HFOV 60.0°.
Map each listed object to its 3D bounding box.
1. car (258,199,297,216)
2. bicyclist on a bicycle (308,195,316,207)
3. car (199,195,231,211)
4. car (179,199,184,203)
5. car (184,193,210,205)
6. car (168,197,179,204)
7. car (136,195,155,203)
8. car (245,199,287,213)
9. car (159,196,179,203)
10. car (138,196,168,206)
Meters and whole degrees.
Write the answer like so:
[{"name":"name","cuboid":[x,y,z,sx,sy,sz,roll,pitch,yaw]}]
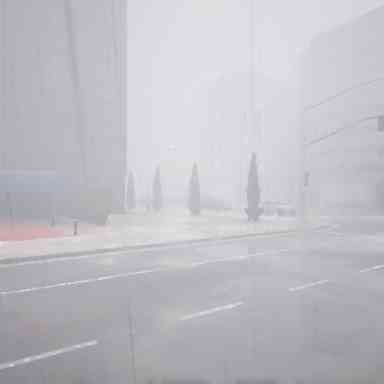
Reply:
[{"name":"car","cuboid":[7.971,1.526,32.309,1.812,1.442,4.674,0,0,-35]},{"name":"bicyclist on a bicycle","cuboid":[16.836,1.301,46.676,1.656,1.620,0.582,0,0,-35]},{"name":"car","cuboid":[2.685,1.491,39.906,2.128,1.511,4.902,0,0,-35]},{"name":"car","cuboid":[0.246,1.352,62.141,2.097,1.767,4.553,0,0,-35]},{"name":"car","cuboid":[1.629,1.222,47.568,2.150,2.045,5.566,0,0,-34]},{"name":"car","cuboid":[-4.181,1.547,62.372,2.033,1.411,5.357,0,0,-35]},{"name":"car","cuboid":[-9.898,1.520,70.399,2.128,1.511,4.902,0,0,-35]},{"name":"car","cuboid":[8.371,1.526,37.853,1.812,1.442,4.674,0,0,-35]},{"name":"car","cuboid":[-4.882,1.601,69.477,1.895,1.301,4.718,0,0,-35]},{"name":"car","cuboid":[-6.235,1.601,52.750,1.895,1.301,4.718,0,0,-35]}]
